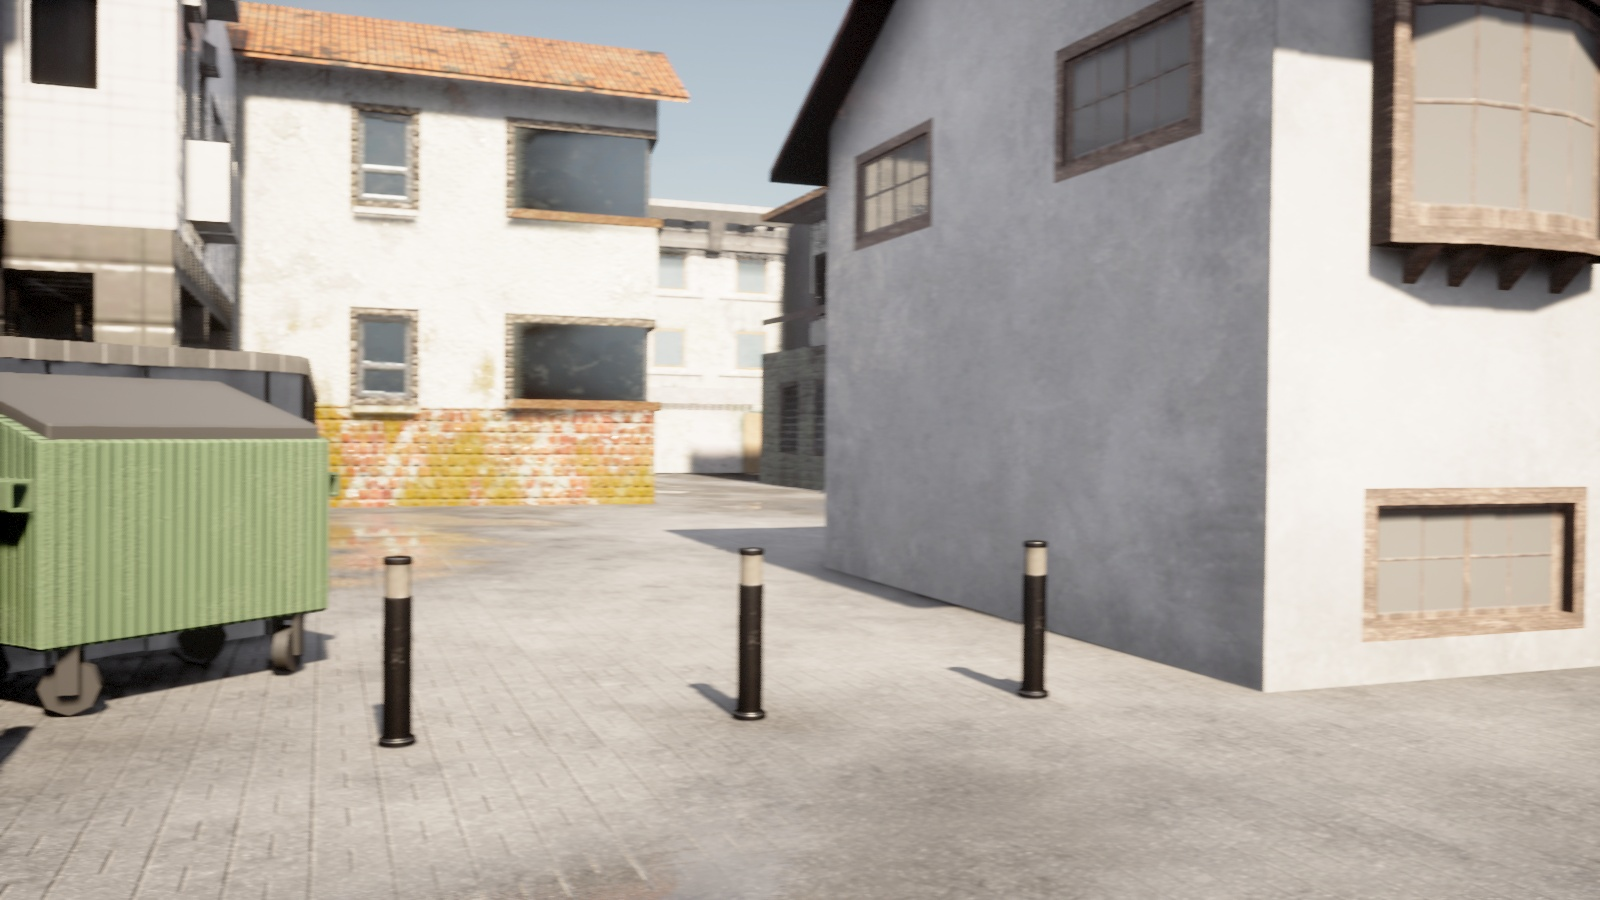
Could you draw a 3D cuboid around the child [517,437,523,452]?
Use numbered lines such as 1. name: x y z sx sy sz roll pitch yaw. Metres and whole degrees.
1. child: -20.951 -0.418 93.951 0.394 1.110 0.255 -1 1 -23
